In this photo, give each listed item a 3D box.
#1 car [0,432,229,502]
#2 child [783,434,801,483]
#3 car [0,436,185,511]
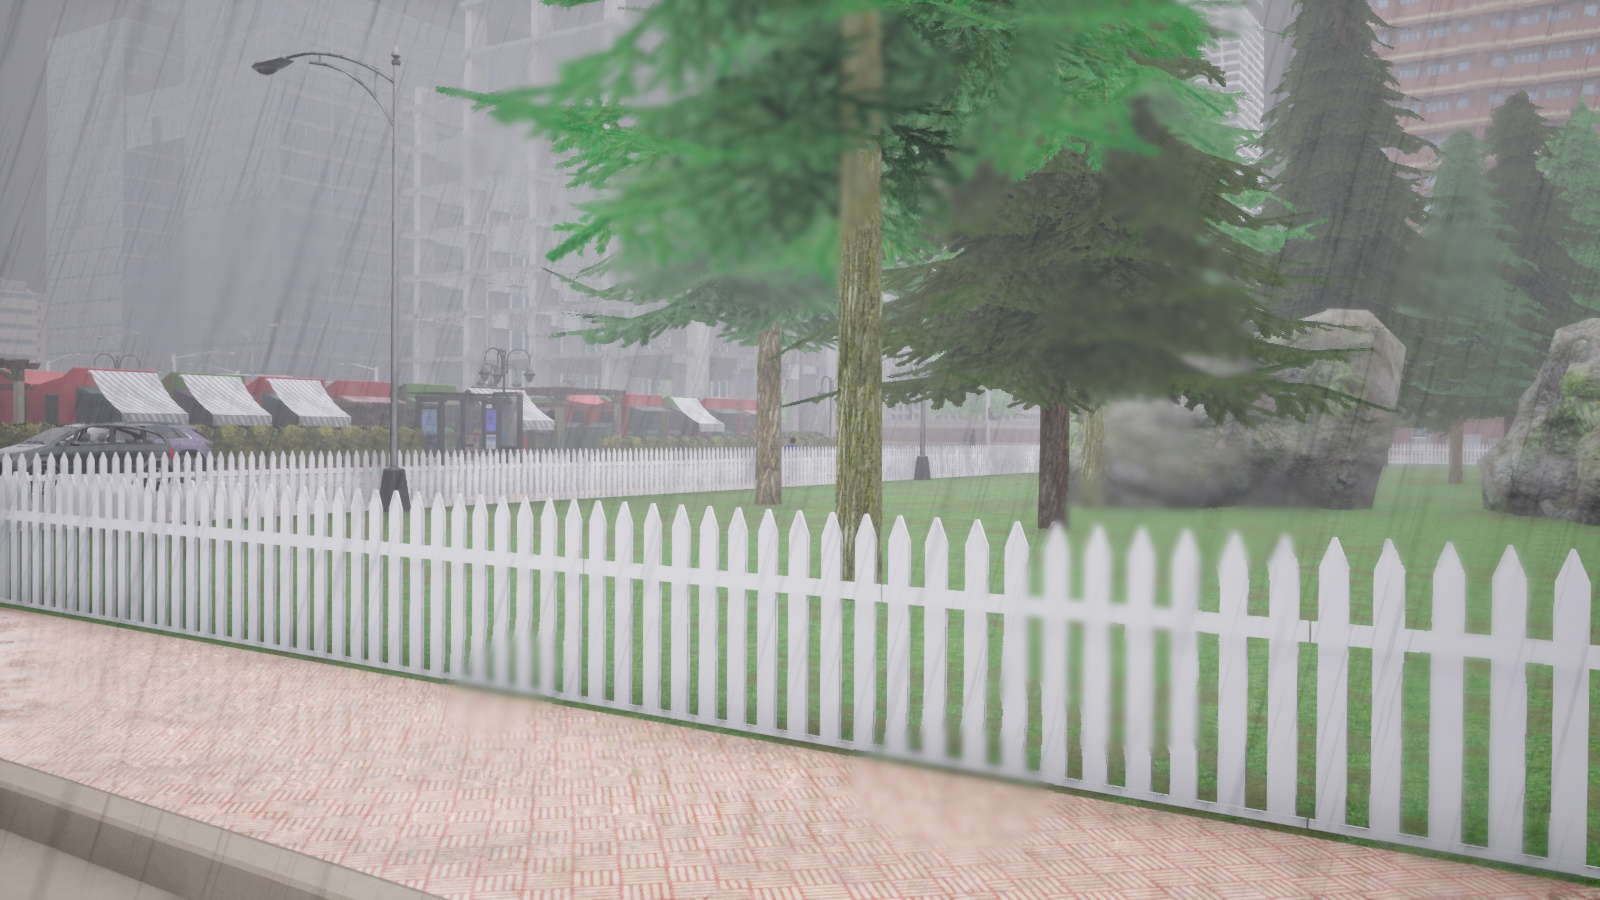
[{"bbox_3d":[-17.565,0.378,32.379,2.033,1.649,4.856,0,1,32],"label":"car"},{"bbox_3d":[-0.211,0.224,32.774,0.270,1.263,0.437,0,1,31],"label":"child"},{"bbox_3d":[-16.081,0.471,28.169,1.789,1.549,3.705,0,1,32],"label":"car"}]
